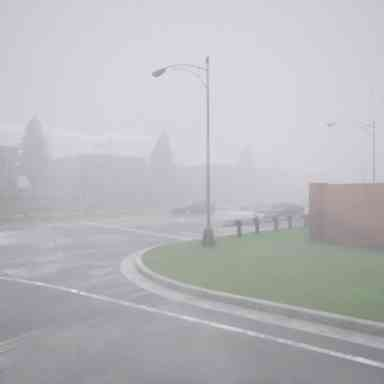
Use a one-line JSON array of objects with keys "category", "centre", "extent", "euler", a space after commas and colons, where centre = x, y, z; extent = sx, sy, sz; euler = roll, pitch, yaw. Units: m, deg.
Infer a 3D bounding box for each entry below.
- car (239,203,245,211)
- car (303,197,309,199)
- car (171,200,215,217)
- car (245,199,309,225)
[{"category": "car", "centre": [7.522, 1.639, 39.842], "extent": [4.181, 1.385, 1.994], "euler": [0, 0, -42]}, {"category": "car", "centre": [17.033, 1.560, 48.485], "extent": [4.892, 1.490, 1.837], "euler": [-1, 0, -42]}, {"category": "car", "centre": [0.177, 1.567, 33.152], "extent": [5.008, 1.535, 1.882], "euler": [0, 0, -42]}, {"category": "car", "centre": [6.536, 1.529, 24.739], "extent": [4.902, 1.511, 2.128], "euler": [0, 0, -42]}]
